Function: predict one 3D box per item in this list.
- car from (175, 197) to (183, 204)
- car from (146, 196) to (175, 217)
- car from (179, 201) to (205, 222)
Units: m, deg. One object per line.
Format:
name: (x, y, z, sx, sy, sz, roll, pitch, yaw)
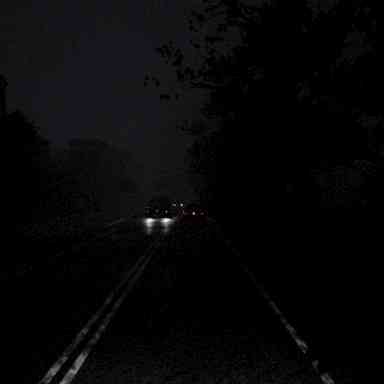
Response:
car: (-3.067, 1.972, 75.868, 1.812, 1.442, 4.674, 0, 0, 0)
car: (-3.284, 1.448, 34.047, 2.150, 2.045, 5.566, 0, 0, 0)
car: (0.145, 1.725, 28.072, 2.033, 1.411, 5.357, 0, 0, 0)
